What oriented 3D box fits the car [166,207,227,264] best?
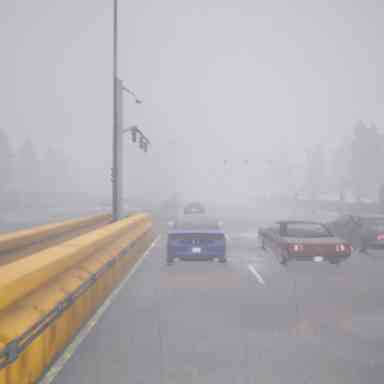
[{"bbox_3d":[0.140,1.519,11.998,1.882,1.535,5.008,0,0,0],"label":"car"}]

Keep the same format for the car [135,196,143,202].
[{"bbox_3d":[-13.698,1.812,84.445,2.033,1.411,5.357,0,0,0],"label":"car"}]

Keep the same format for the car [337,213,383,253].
[{"bbox_3d":[7.146,1.596,13.870,2.033,1.411,5.357,0,0,0],"label":"car"}]

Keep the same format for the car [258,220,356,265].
[{"bbox_3d":[3.639,1.642,11.775,1.895,1.301,4.718,0,0,0],"label":"car"}]

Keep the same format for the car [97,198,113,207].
[{"bbox_3d":[-13.867,1.708,54.222,1.812,1.442,4.674,0,0,1],"label":"car"}]

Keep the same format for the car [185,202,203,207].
[{"bbox_3d":[0.217,1.679,33.559,1.994,1.385,4.181,0,0,0],"label":"car"}]

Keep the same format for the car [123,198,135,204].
[{"bbox_3d":[-13.754,1.829,69.162,1.895,1.301,4.718,0,0,0],"label":"car"}]
